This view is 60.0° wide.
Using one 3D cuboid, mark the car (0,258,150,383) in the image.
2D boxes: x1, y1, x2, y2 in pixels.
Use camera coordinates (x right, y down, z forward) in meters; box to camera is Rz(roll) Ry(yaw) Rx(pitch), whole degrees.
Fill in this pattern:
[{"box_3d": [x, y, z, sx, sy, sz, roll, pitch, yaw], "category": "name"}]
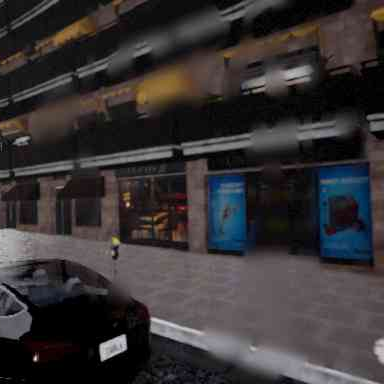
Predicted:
[{"box_3d": [-2.471, 1.580, 4.505, 4.313, 1.339, 1.947, 0, -2, 35], "category": "car"}]
